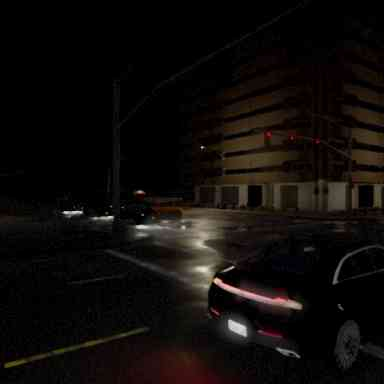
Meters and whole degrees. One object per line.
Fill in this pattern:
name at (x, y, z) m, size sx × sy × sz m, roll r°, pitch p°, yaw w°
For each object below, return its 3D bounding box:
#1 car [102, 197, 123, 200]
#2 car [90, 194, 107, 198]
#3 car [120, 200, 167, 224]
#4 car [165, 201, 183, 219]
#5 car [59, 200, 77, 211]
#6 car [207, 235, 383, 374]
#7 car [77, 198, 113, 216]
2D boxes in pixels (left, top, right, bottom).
car at (-8.198, 1.600, 37.863) m, size 1.837 × 1.490 × 4.892 m, roll 0°, pitch 0°, yaw -35°
car at (-18.210, 1.336, 64.530) m, size 2.150 × 2.045 × 5.566 m, roll 0°, pitch 0°, yaw -35°
car at (-4.143, 1.612, 26.030) m, size 1.812 × 1.442 × 4.674 m, roll 0°, pitch 0°, yaw -35°
car at (-2.728, 1.573, 30.099) m, size 1.882 × 1.535 × 5.008 m, roll 0°, pitch 0°, yaw -35°
car at (-15.411, 1.651, 42.025) m, size 1.994 × 1.385 × 4.181 m, roll 0°, pitch 0°, yaw -35°
car at (2.475, 1.507, 5.700) m, size 4.902 × 1.511 × 2.128 m, roll 0°, pitch 0°, yaw -38°
car at (-9.667, 1.634, 33.867) m, size 2.033 × 1.411 × 5.357 m, roll 0°, pitch 0°, yaw -35°
